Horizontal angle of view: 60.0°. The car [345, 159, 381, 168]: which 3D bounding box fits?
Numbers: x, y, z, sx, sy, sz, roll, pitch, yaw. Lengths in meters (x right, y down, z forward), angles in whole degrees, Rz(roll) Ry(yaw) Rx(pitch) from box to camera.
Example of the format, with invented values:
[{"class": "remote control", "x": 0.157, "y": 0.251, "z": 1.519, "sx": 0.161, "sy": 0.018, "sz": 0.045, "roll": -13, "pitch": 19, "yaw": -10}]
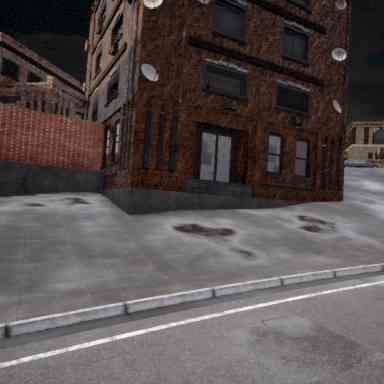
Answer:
[{"class": "car", "x": 21.219, "y": -3.296, "z": 41.902, "sx": 4.553, "sy": 1.767, "sz": 2.185, "roll": 2, "pitch": -3, "yaw": 15}]
